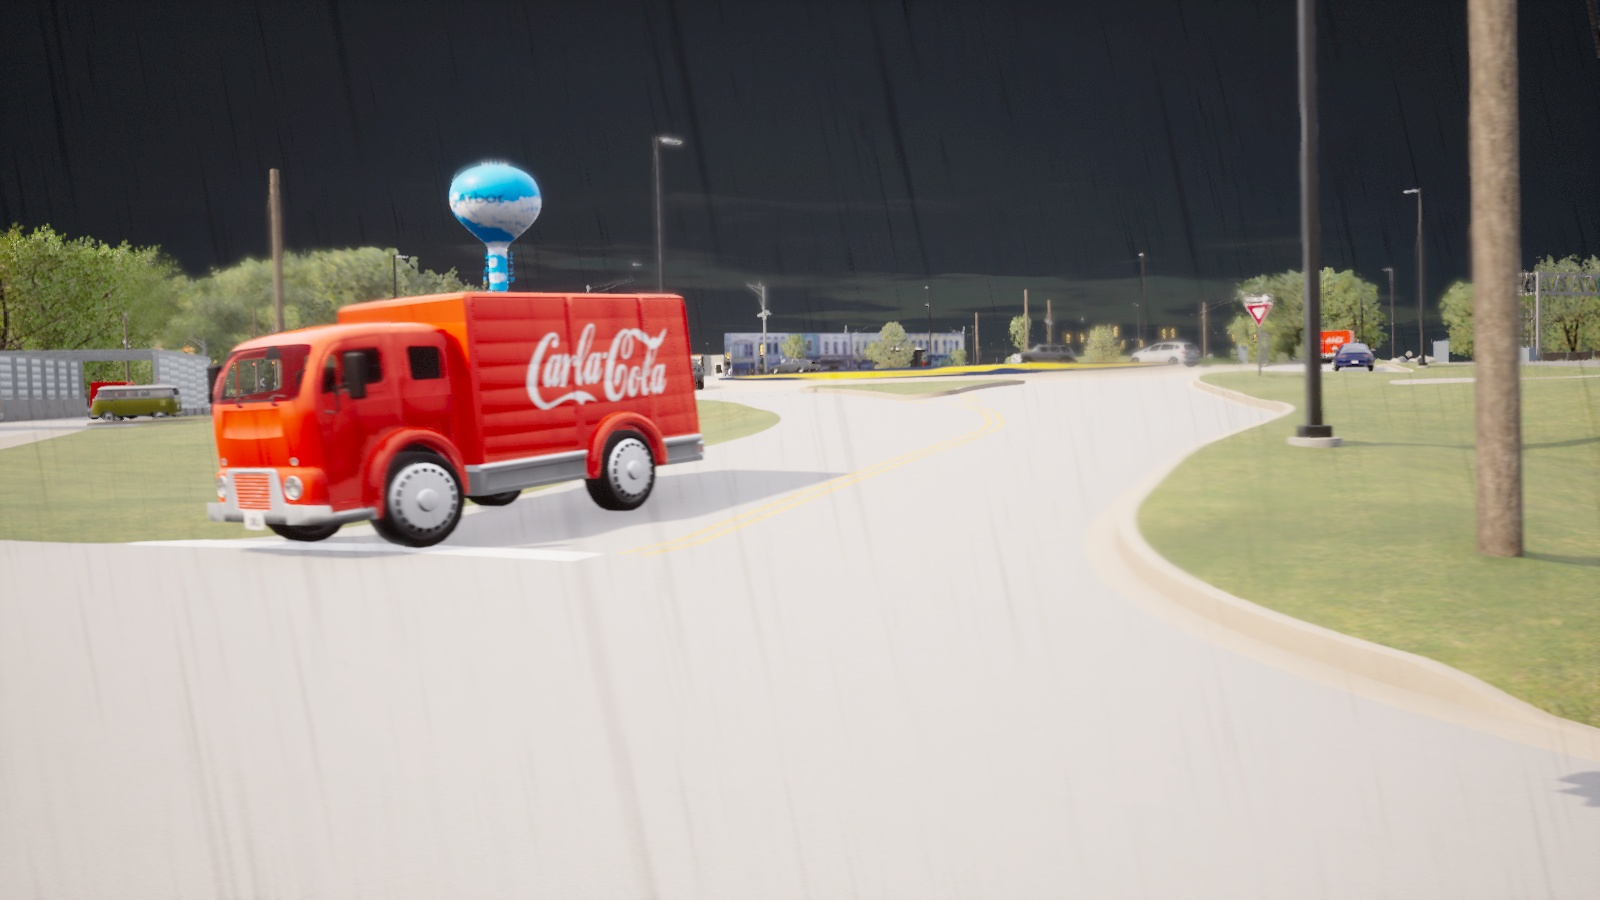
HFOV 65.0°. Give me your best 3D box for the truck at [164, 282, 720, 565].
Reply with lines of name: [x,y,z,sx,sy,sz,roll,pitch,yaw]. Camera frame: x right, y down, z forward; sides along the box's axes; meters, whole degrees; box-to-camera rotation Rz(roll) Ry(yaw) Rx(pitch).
truck: [-3.611,-0.462,13.791,2.627,2.467,5.204,0,5,35]

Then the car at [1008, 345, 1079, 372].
car: [17.431,-6.531,90.079,4.605,1.855,1.932,0,2,-6]

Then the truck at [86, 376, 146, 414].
truck: [-45.288,-3.661,83.300,2.627,2.467,5.204,-2,3,-20]

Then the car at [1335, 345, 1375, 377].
car: [29.054,-4.676,65.838,1.812,1.442,4.674,0,6,23]

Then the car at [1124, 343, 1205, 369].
car: [23.983,-6.176,82.724,2.242,1.667,4.611,-2,4,-39]

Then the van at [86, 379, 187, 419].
van: [-35.946,-2.796,68.135,4.442,1.987,1.775,-2,4,-11]

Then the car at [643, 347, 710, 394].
car: [-6.320,-4.052,63.581,2.150,2.045,5.566,-7,6,-16]
